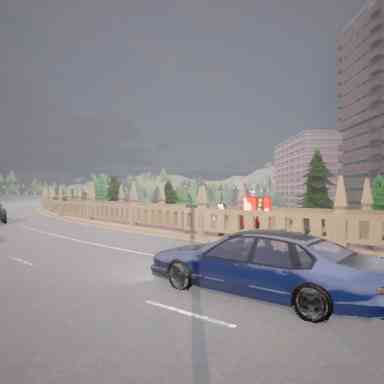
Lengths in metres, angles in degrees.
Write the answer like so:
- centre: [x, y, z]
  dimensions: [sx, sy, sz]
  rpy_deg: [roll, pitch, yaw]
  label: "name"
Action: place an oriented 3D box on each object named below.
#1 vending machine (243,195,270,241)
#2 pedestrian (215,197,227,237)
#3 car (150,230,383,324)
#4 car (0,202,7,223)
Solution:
- centre: [3.112, 1.195, 16.008]
  dimensions: [0.880, 2.100, 1.100]
  rpy_deg: [0, 0, 41]
  label: "vending machine"
- centre: [1.371, 1.141, 15.619]
  dimensions: [0.375, 1.860, 0.375]
  rpy_deg: [0, 0, 41]
  label: "pedestrian"
- centre: [1.547, 1.547, 7.194]
  dimensions: [5.357, 1.411, 2.033]
  rpy_deg: [0, 0, 39]
  label: "car"
- centre: [-15.049, 1.351, 24.450]
  dimensions: [2.097, 1.767, 4.553]
  rpy_deg: [0, 0, -37]
  label: "car"
